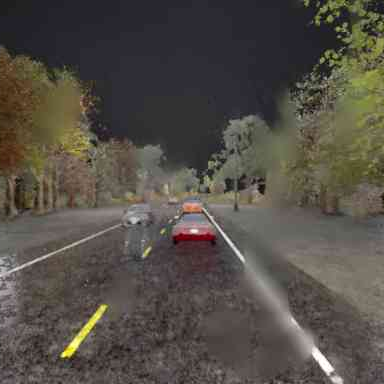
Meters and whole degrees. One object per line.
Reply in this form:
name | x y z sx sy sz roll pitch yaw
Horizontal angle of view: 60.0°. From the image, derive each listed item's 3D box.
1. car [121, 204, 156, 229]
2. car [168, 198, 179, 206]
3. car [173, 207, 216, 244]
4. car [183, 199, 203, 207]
car | -3.592 1.624 23.114 2.128 1.511 4.902 0 0 0
car | -3.500 1.848 63.580 1.882 1.535 5.008 0 0 0
car | 0.103 1.658 16.324 1.994 1.385 4.181 0 0 0
car | 0.105 1.562 36.922 2.097 1.767 4.553 0 0 0
